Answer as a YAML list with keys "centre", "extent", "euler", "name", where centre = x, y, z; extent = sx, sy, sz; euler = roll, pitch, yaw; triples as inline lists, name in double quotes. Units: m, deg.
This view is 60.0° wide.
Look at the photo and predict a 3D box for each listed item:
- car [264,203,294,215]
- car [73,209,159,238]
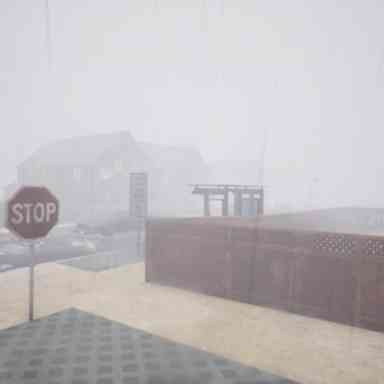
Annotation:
- centre: [10.481, 2.076, 39.725]
  extent: [2.033, 1.411, 5.357]
  euler: [1, 0, 36]
  name: "car"
- centre: [-4.099, 1.716, 19.240]
  extent: [2.033, 1.411, 5.357]
  euler: [1, 0, 35]
  name: "car"
